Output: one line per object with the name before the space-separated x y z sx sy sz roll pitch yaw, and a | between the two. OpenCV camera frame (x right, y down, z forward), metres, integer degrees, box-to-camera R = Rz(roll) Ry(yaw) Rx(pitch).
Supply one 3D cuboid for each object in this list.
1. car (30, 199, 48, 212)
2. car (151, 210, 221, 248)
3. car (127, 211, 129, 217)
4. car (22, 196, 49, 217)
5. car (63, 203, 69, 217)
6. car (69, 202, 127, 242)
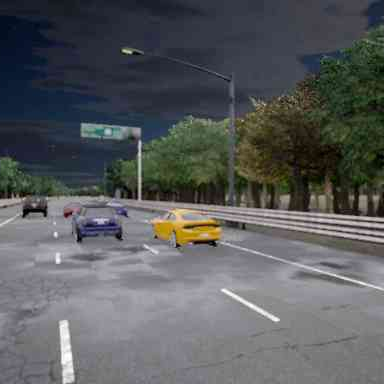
car | -19.606 1.716 42.657 1.882 1.535 5.008 0 0 -22
car | -0.440 1.558 15.342 1.882 1.535 5.008 0 0 -23
car | -7.390 1.696 31.852 1.812 1.442 4.674 0 0 -23
car | -15.568 1.395 33.202 2.150 2.045 5.566 0 0 -22
car | -11.749 1.739 33.213 1.994 1.385 4.181 0 0 -22
car | -5.000 1.438 17.160 2.097 1.767 4.553 0 0 -23
